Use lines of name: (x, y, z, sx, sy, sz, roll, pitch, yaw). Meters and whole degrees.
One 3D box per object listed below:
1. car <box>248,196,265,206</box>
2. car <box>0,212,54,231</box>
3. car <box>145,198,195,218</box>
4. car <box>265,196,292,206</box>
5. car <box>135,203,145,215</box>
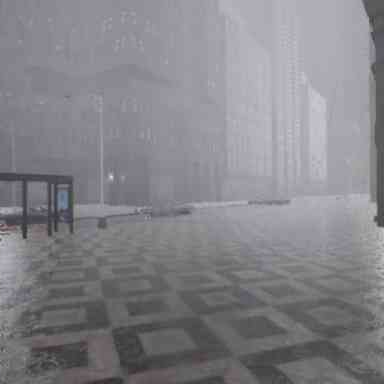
car: (10.145, 1.264, 49.296, 2.033, 1.411, 5.357, -1, 0, 36)
car: (-10.497, 1.535, 20.454, 1.895, 1.301, 4.718, -1, 0, 35)
car: (-1.536, 1.390, 27.511, 1.994, 1.385, 4.181, -1, 0, 35)
car: (12.586, 1.279, 47.417, 1.895, 1.301, 4.718, -1, 0, 36)
car: (-3.145, 1.348, 30.781, 2.128, 1.511, 4.902, -1, 0, 35)
